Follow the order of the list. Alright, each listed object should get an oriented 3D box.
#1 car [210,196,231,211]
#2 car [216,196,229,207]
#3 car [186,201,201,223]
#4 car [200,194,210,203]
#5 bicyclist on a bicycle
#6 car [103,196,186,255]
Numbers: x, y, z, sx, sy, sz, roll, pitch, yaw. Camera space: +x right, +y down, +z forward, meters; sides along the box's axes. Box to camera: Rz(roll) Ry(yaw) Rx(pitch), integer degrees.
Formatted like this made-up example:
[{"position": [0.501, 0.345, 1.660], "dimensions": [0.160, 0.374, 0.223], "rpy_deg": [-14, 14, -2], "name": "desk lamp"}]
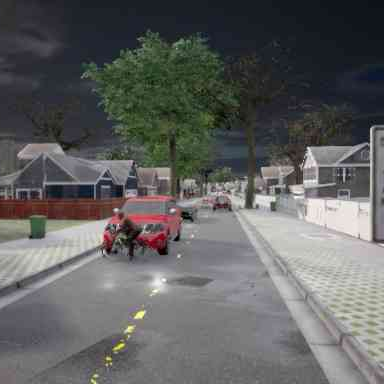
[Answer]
[{"position": [3.629, 1.274, 39.798], "dimensions": [2.097, 1.767, 4.553], "rpy_deg": [0, 0, 5], "name": "car"}, {"position": [4.533, 1.405, 49.652], "dimensions": [1.837, 1.490, 4.892], "rpy_deg": [0, 0, 5], "name": "car"}, {"position": [-0.629, 1.561, 25.581], "dimensions": [1.895, 1.301, 4.718], "rpy_deg": [0, 0, 5], "name": "car"}, {"position": [2.548, 1.235, 60.005], "dimensions": [2.097, 1.767, 4.553], "rpy_deg": [0, 0, 6], "name": "car"}, {"position": [-2.084, 1.442, 10.577], "dimensions": [1.656, 1.620, 0.582], "rpy_deg": [-2, 0, 5], "name": "bicyclist on a bicycle"}, {"position": [-1.742, 1.205, 13.565], "dimensions": [2.150, 2.045, 5.566], "rpy_deg": [0, 0, 5], "name": "car"}]
